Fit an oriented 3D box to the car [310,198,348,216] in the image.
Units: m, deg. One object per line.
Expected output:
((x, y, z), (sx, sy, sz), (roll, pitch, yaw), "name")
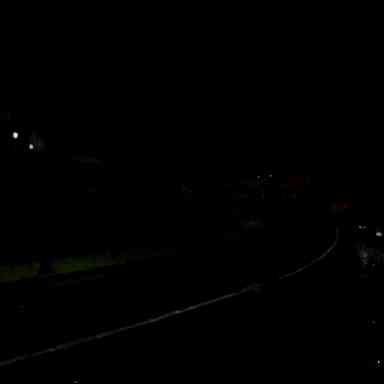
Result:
((15.725, 1.697, 38.360), (2.150, 2.045, 5.566), (0, -1, -8), "car")

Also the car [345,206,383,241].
((9.386, 1.675, 17.322), (2.128, 1.511, 4.902), (0, -1, 23), "car")

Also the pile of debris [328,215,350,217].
((16.129, 2.629, 36.555), (1.500, 0.140, 1.860), (0, -1, -6), "pile of debris")
